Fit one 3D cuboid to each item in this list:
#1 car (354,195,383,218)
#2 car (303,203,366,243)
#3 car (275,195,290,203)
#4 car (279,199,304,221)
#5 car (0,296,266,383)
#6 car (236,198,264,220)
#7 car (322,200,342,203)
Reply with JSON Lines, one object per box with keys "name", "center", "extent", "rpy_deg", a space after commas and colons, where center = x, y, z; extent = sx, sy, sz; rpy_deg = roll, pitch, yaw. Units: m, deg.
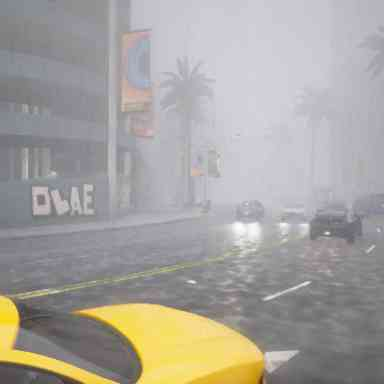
{"name": "car", "center": [16.327, 1.243, 30.090], "extent": [2.150, 2.045, 5.566], "rpy_deg": [0, 0, 11]}
{"name": "car", "center": [7.104, 1.508, 16.263], "extent": [1.837, 1.490, 4.892], "rpy_deg": [0, 0, 33]}
{"name": "car", "center": [18.161, 1.436, 67.071], "extent": [2.231, 1.521, 4.892], "rpy_deg": [0, 0, -4]}
{"name": "car", "center": [8.290, 1.543, 26.882], "extent": [1.812, 1.442, 4.674], "rpy_deg": [0, 0, 18]}
{"name": "car", "center": [-1.630, 1.475, 2.116], "extent": [5.008, 1.535, 1.882], "rpy_deg": [0, 0, -35]}
{"name": "car", "center": [4.960, 1.501, 27.961], "extent": [2.128, 1.511, 4.902], "rpy_deg": [0, 0, 18]}
{"name": "car", "center": [12.885, 1.499, 30.722], "extent": [1.837, 1.490, 4.892], "rpy_deg": [0, 0, 11]}
